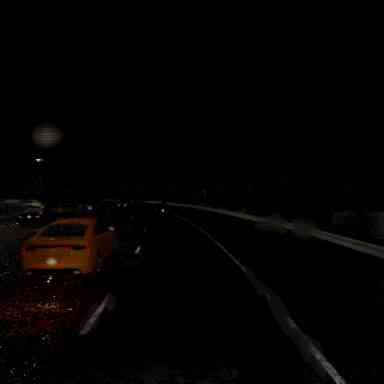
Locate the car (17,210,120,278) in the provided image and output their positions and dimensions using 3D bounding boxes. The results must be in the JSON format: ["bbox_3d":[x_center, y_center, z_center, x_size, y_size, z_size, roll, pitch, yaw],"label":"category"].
[{"bbox_3d":[-3.656,1.594,10.717,1.882,1.535,5.008,0,0,-4],"label":"car"}]

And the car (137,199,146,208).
[{"bbox_3d":[-9.221,1.979,57.356,1.882,1.535,5.008,0,-1,-20],"label":"car"}]

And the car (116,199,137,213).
[{"bbox_3d":[-8.776,1.749,43.143,2.097,1.767,4.553,-1,0,-15],"label":"car"}]

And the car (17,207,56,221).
[{"bbox_3d":[-12.214,1.869,26.502,2.033,1.411,5.357,-1,0,-10],"label":"car"}]

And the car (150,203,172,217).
[{"bbox_3d":[-3.365,1.847,35.338,1.994,1.385,4.181,0,0,-12],"label":"car"}]

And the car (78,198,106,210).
[{"bbox_3d":[-9.700,1.556,32.361,2.150,2.045,5.566,0,0,-12],"label":"car"}]

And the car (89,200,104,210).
[{"bbox_3d":[-15.583,2.043,54.272,2.128,1.511,4.902,0,0,-19],"label":"car"}]
